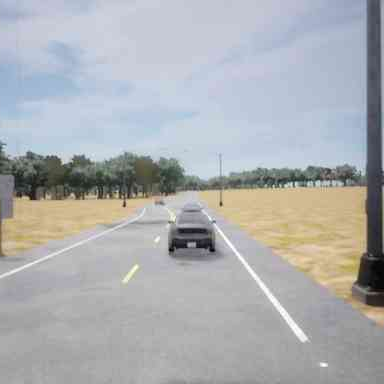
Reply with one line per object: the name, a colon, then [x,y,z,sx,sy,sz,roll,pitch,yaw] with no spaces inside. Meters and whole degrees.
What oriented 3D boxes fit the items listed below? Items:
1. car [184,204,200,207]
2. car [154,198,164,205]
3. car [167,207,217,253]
car: [-0.005,1.806,29.388,1.812,1.442,4.674,0,0,0]
car: [-7.026,2.078,71.654,2.128,1.511,4.902,0,0,0]
car: [0.000,1.646,14.307,1.837,1.490,4.892,0,0,0]
